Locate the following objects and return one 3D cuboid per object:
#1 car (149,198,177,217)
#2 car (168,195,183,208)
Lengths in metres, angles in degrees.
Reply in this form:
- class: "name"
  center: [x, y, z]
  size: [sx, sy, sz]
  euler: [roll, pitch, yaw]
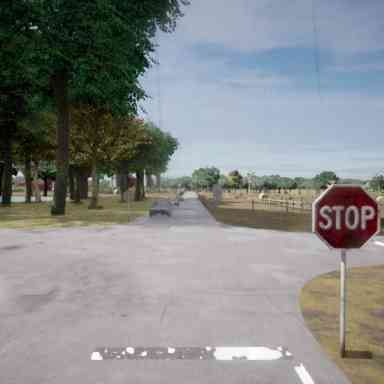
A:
- class: "car"
  center: [-2.777, 1.515, 30.764]
  size: [2.033, 1.411, 5.357]
  euler: [0, 0, 0]
- class: "car"
  center: [-2.777, 1.424, 47.974]
  size: [2.128, 1.511, 4.902]
  euler: [0, 0, 0]
